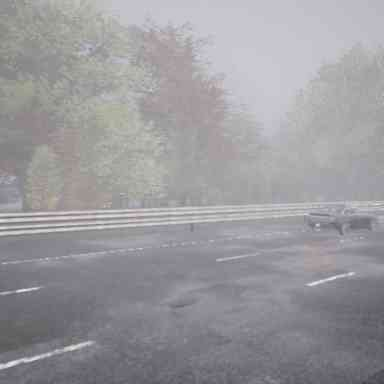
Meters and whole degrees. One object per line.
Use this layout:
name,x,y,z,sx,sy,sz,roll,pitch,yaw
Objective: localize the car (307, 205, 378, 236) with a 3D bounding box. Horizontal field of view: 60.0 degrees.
car,8.373,1.484,18.308,4.902,1.511,2.128,0,0,-35
